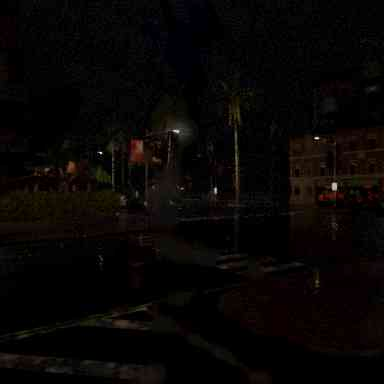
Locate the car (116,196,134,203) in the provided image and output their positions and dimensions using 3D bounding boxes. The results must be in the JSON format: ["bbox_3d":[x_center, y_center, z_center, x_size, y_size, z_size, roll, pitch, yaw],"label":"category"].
[{"bbox_3d":[-13.873,1.522,68.696,1.812,1.442,4.674,0,0,-39],"label":"car"}]

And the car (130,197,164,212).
[{"bbox_3d":[-5.585,1.352,38.846,2.097,1.767,4.553,0,0,-35],"label":"car"}]

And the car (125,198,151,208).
[{"bbox_3d":[-7.917,1.601,48.266,1.895,1.301,4.718,0,0,-35],"label":"car"}]

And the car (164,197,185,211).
[{"bbox_3d":[-2.750,1.352,40.905,2.097,1.767,4.553,0,0,-35],"label":"car"}]
